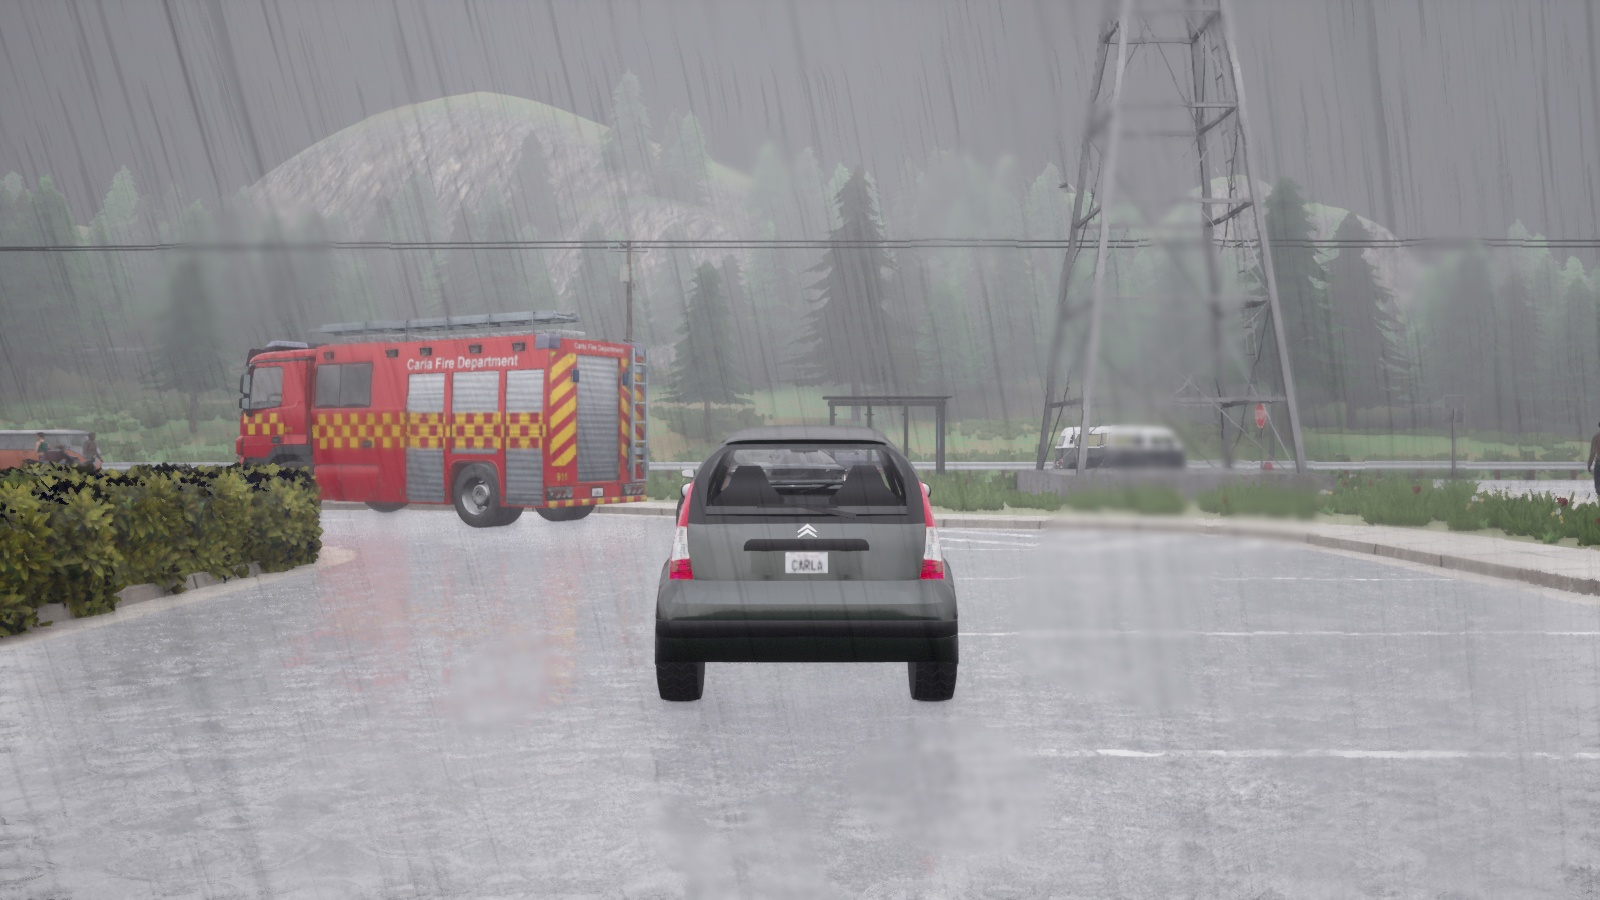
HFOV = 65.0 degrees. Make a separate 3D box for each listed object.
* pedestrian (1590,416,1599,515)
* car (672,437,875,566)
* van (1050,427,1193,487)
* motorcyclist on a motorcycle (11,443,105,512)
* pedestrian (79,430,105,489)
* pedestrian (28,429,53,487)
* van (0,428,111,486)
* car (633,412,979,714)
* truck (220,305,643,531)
[{"bbox_3d":[14.837,0.283,23.118,0.328,1.805,0.869,0,0,20],"label":"pedestrian"},{"bbox_3d":[-0.527,0.595,17.247,2.007,1.525,4.514,0,0,-12],"label":"car"},{"bbox_3d":[11.184,0.231,43.976,4.480,2.038,2.069,0,0,1],"label":"van"},{"bbox_3d":[-17.087,0.604,29.000,0.866,1.530,2.191,0,0,0],"label":"motorcyclist on a motorcycle"},{"bbox_3d":[-21.947,0.294,38.921,0.634,1.846,0.331,0,0,2],"label":"pedestrian"},{"bbox_3d":[-24.245,0.251,40.103,0.594,1.836,0.345,0,0,6],"label":"pedestrian"},{"bbox_3d":[-26.917,0.228,44.210,4.442,1.987,1.775,0,0,7],"label":"van"},{"bbox_3d":[0.038,0.595,8.719,1.851,1.617,3.988,0,0,0],"label":"car"},{"bbox_3d":[-7.354,-0.563,24.590,8.468,3.827,2.891,0,0,30],"label":"truck"}]
